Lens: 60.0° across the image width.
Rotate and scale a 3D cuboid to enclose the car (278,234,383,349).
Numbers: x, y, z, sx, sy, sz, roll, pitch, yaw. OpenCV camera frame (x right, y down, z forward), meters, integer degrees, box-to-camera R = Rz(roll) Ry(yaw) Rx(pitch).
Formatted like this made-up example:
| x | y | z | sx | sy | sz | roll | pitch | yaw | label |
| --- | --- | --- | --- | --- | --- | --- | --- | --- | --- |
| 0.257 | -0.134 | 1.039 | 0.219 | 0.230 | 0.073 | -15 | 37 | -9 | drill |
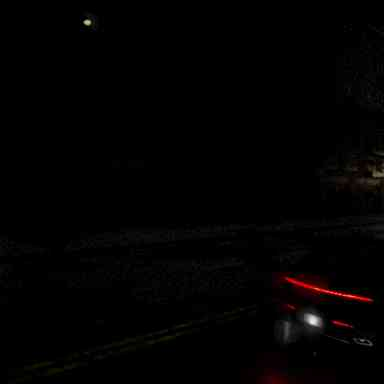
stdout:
| x | y | z | sx | sy | sz | roll | pitch | yaw | label |
| --- | --- | --- | --- | --- | --- | --- | --- | --- | --- |
| 3.657 | 1.541 | 6.068 | 4.892 | 1.490 | 1.837 | 0 | 0 | -36 | car |
